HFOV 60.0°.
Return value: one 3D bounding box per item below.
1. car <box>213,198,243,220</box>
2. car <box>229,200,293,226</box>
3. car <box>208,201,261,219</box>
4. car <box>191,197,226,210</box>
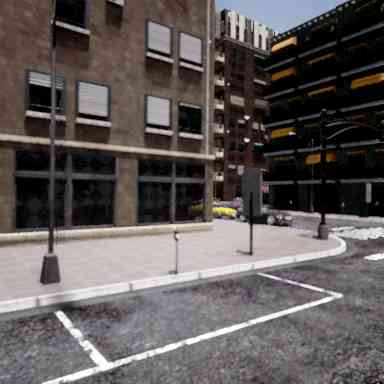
[{"bbox_3d":[1.845,1.452,27.701,1.752,1.417,4.829,2,0,-36],"label":"car"},{"bbox_3d":[5.025,1.554,23.340,2.008,1.369,4.403,2,0,-36],"label":"car"},{"bbox_3d":[3.663,1.555,29.583,1.895,1.301,4.718,1,0,-36],"label":"car"},{"bbox_3d":[1.972,1.430,41.747,2.008,1.369,4.403,2,0,-36],"label":"car"}]
